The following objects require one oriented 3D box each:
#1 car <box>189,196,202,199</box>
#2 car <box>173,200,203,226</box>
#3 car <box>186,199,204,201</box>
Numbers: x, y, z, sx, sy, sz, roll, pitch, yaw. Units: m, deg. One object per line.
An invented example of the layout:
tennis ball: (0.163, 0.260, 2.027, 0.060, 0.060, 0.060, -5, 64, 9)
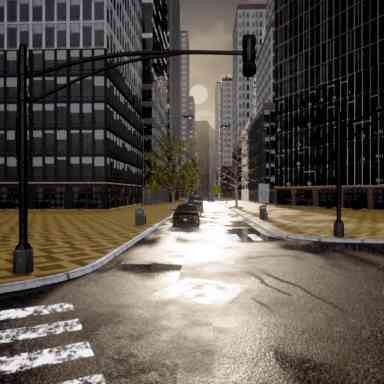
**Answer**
car: (0.471, 1.553, 46.250, 2.150, 2.045, 5.566, 0, 0, 2)
car: (-0.358, 1.653, 25.387, 1.882, 1.535, 5.008, 0, 0, 2)
car: (0.049, 1.776, 35.599, 1.812, 1.442, 4.674, 0, 0, 2)
